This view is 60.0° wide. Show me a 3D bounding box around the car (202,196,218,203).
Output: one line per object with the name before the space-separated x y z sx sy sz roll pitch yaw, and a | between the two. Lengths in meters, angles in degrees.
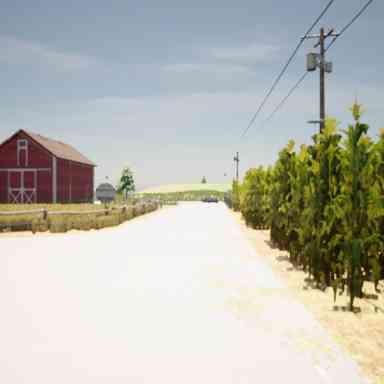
car | 3.573 1.526 66.226 1.994 1.385 4.181 0 0 -20
